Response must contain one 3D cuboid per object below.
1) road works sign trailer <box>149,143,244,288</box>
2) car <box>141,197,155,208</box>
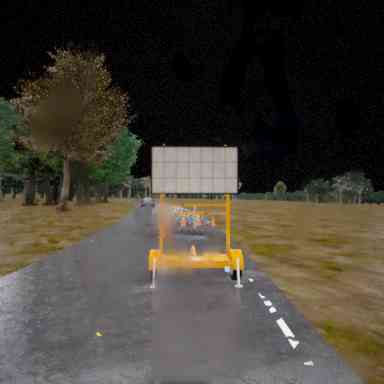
[{"bbox_3d":[0.071,0.462,9.223,2.380,3.560,2.880,0,0,-2],"label":"road works sign trailer"},{"bbox_3d":[-6.441,1.523,48.452,1.812,1.442,4.674,0,0,-9],"label":"car"}]
